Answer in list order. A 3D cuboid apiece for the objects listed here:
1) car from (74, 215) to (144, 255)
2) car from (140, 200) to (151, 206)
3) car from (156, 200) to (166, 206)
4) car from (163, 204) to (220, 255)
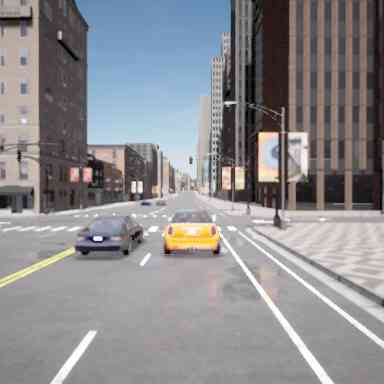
[{"bbox_3d":[-3.249,1.684,13.981,2.033,1.411,5.357,0,-1,0],"label":"car"},{"bbox_3d":[-9.752,2.322,70.311,1.895,1.301,4.718,0,-1,0],"label":"car"},{"bbox_3d":[-6.502,2.279,70.342,1.994,1.385,4.181,0,-1,0],"label":"car"},{"bbox_3d":[0.003,1.487,14.062,2.097,1.767,4.553,0,-1,0],"label":"car"}]
